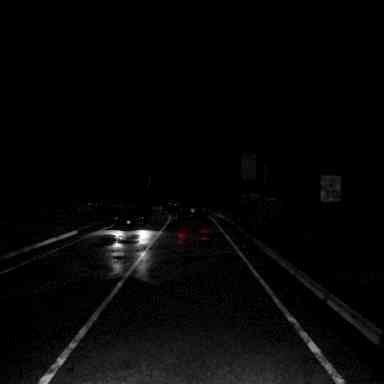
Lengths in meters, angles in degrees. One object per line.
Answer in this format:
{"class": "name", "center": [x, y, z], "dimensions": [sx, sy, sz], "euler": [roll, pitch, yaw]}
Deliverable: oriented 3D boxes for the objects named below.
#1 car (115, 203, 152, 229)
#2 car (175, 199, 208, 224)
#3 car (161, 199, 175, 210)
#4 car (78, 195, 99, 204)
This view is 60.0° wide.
{"class": "car", "center": [-3.690, 1.484, 21.527], "dimensions": [1.837, 1.490, 4.892], "euler": [0, 0, -1]}
{"class": "car", "center": [-0.012, 1.328, 24.856], "dimensions": [2.097, 1.767, 4.553], "euler": [0, 0, -1]}
{"class": "car", "center": [-2.575, 1.528, 42.058], "dimensions": [1.994, 1.385, 4.181], "euler": [0, 0, -17]}
{"class": "car", "center": [-18.862, 1.345, 60.427], "dimensions": [4.674, 1.442, 1.812], "euler": [1, -1, 41]}
